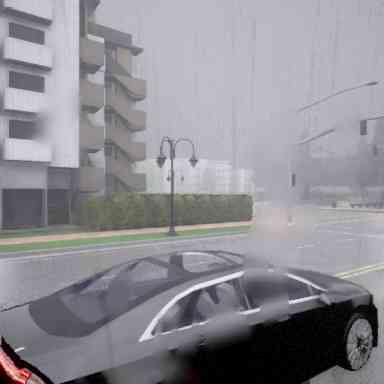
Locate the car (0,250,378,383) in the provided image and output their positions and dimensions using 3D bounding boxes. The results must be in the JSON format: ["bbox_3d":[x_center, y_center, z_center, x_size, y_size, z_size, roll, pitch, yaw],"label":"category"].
[{"bbox_3d":[0.365,1.490,4.019,4.902,1.511,2.128,0,0,-35],"label":"car"}]
